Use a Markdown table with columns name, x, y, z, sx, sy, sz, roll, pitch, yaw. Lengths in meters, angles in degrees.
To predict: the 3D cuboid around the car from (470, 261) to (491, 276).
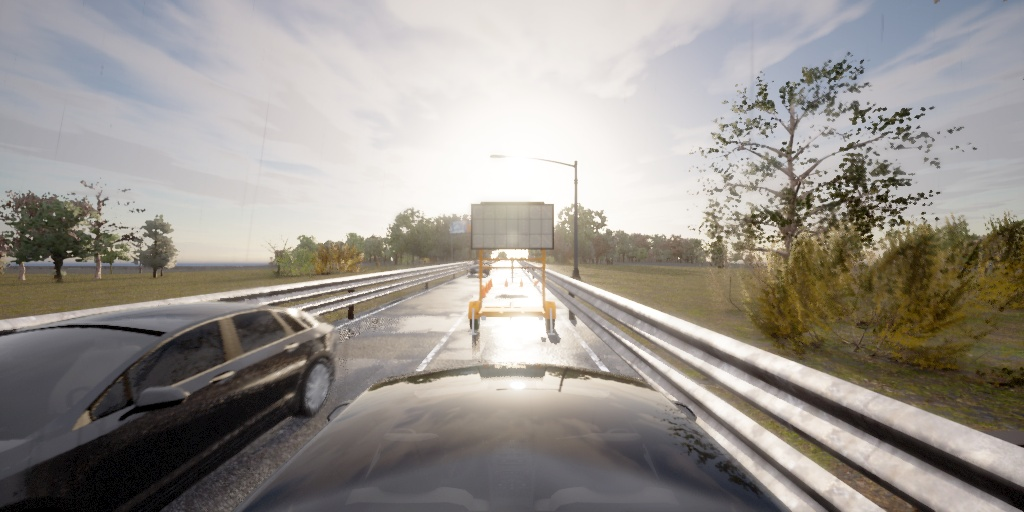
| name | x | y | z | sx | sy | sz | roll | pitch | yaw |
| --- | --- | --- | --- | --- | --- | --- | --- | --- | --- |
| car | -3.236 | 1.255 | 37.048 | 2.128 | 1.511 | 4.902 | 0 | 0 | 0 |

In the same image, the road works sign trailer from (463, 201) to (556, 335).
| name | x | y | z | sx | sy | sz | roll | pitch | yaw |
| --- | --- | --- | --- | --- | --- | --- | --- | --- | --- |
| road works sign trailer | 0.014 | 0.218 | 10.494 | 2.380 | 3.560 | 2.880 | 0 | 0 | 0 |

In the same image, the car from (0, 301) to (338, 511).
| name | x | y | z | sx | sy | sz | roll | pitch | yaw |
| --- | --- | --- | --- | --- | --- | --- | --- | --- | --- |
| car | -3.349 | 1.255 | 3.132 | 1.837 | 1.490 | 4.892 | 0 | 0 | 0 |
